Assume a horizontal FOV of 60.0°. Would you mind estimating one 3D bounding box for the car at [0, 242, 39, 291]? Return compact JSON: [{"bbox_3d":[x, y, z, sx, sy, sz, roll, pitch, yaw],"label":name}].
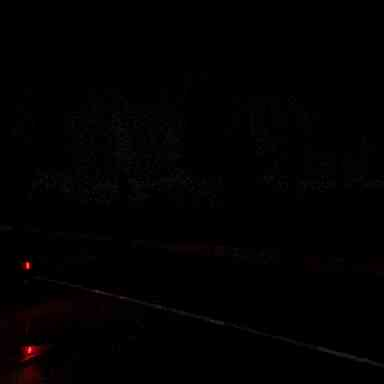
[{"bbox_3d":[-5.625,1.501,7.317,4.718,1.301,1.895,1,0,31],"label":"car"}]
